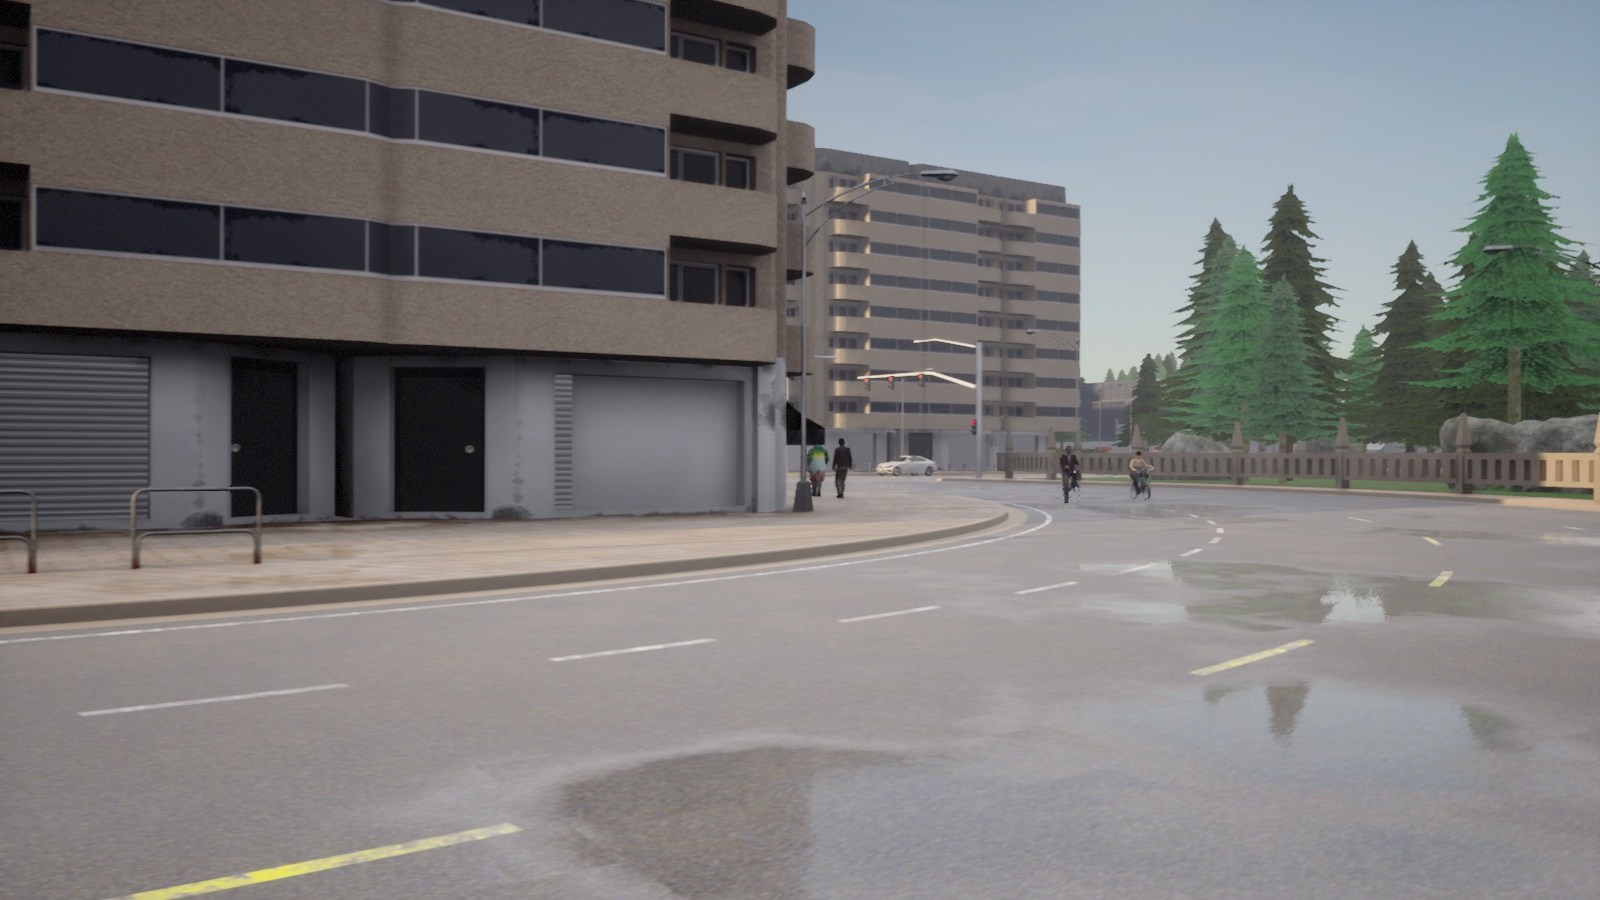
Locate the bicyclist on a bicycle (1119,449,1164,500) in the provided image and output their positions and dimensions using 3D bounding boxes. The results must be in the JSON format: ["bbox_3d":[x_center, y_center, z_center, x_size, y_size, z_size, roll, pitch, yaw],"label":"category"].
[{"bbox_3d":[11.118,0.782,40.922,0.866,1.612,1.509,-1,0,-9],"label":"bicyclist on a bicycle"}]

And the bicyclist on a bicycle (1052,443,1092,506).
[{"bbox_3d":[7.981,0.711,36.898,0.659,1.776,1.843,-1,0,-4],"label":"bicyclist on a bicycle"}]

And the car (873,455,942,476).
[{"bbox_3d":[7.554,1.084,88.084,4.674,1.442,1.812,0,0,-33],"label":"car"}]

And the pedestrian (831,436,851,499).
[{"bbox_3d":[1.211,0.513,37.219,0.431,1.840,0.703,0,0,-14],"label":"pedestrian"}]

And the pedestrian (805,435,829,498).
[{"bbox_3d":[0.524,0.522,39.425,0.659,1.952,0.873,0,0,-4],"label":"pedestrian"}]
